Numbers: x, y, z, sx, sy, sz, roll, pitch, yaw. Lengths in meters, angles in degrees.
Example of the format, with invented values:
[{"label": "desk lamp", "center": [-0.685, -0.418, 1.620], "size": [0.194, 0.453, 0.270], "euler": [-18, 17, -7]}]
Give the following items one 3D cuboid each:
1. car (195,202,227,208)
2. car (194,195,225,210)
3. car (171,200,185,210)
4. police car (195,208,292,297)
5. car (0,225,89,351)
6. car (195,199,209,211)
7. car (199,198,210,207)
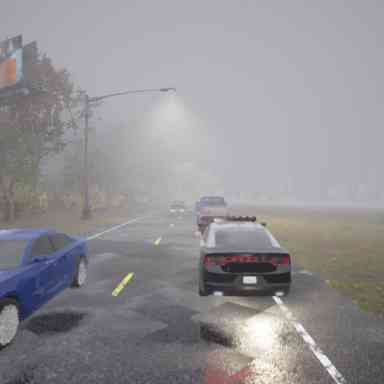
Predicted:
[{"label": "car", "center": [1.293, 1.522, 18.621], "size": [1.882, 1.535, 5.008], "euler": [0, 0, 1]}, {"label": "car", "center": [1.465, 1.299, 24.630], "size": [2.150, 2.045, 5.566], "euler": [0, 0, 2]}, {"label": "car", "center": [-2.001, 1.817, 49.162], "size": [2.033, 1.411, 5.357], "euler": [0, 0, 4]}, {"label": "police car", "center": [1.109, 1.437, 8.766], "size": [1.930, 1.638, 5.238], "euler": [0, 0, 1]}, {"label": "car", "center": [-3.546, 1.485, 6.403], "size": [1.882, 1.535, 5.008], "euler": [0, 0, 1]}, {"label": "car", "center": [1.442, 1.771, 46.570], "size": [1.812, 1.442, 4.674], "euler": [0, -1, 4]}, {"label": "car", "center": [2.265, 1.839, 59.382], "size": [1.882, 1.535, 5.008], "euler": [0, -1, 4]}]
